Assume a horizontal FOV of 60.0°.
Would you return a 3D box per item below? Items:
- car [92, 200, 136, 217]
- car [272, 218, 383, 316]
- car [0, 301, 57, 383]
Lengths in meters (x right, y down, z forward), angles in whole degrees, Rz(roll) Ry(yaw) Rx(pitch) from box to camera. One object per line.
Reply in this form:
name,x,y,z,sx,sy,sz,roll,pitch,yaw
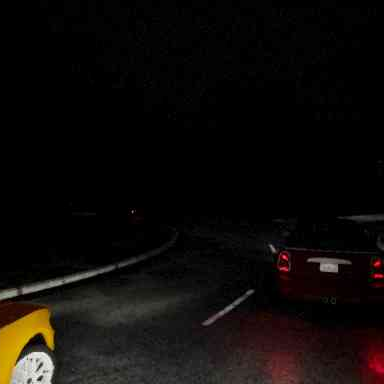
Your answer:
car,-7.692,1.579,32.633,4.892,1.490,1.837,1,-1,31
car,3.212,1.386,7.943,2.097,1.767,4.553,0,0,21
car,-2.720,1.476,1.883,1.882,1.535,5.008,-1,0,7
